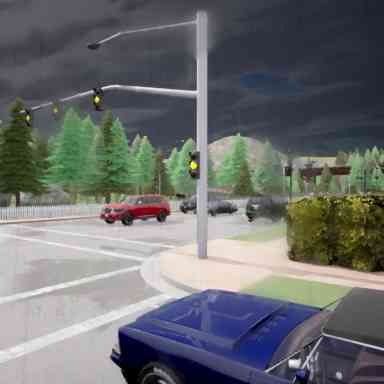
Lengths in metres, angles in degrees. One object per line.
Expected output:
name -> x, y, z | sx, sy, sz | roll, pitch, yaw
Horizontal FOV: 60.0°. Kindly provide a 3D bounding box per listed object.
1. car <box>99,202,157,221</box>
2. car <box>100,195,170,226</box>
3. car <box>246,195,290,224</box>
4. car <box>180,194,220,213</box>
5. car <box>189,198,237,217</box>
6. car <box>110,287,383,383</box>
car -> -5.299, 1.601, 28.161 | 1.895, 1.301, 4.718 | 0, 0, 38
car -> -3.951, 1.221, 24.227 | 2.150, 2.045, 5.566 | 0, 0, 38
car -> 6.170, 1.221, 25.414 | 2.150, 2.045, 5.566 | 0, 0, 38
car -> 1.036, 1.221, 36.144 | 2.150, 2.045, 5.566 | 0, 0, 39
car -> 2.416, 1.547, 32.257 | 2.033, 1.411, 5.357 | 0, 0, 38
car -> 1.467, 1.601, 2.919 | 4.718, 1.301, 1.895 | 0, 0, 36
